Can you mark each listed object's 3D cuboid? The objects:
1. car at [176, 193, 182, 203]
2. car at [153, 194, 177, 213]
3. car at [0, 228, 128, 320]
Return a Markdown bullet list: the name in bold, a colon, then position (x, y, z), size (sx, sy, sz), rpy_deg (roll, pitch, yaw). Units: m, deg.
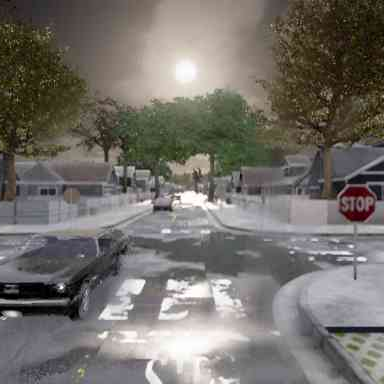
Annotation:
- **car**: position (-2.798, 1.013, 58.066), size (2.128, 1.511, 4.902), rpy_deg (0, 0, 0)
- **car**: position (-2.778, 1.251, 33.138), size (1.882, 1.535, 5.008), rpy_deg (0, 1, 0)
- **car**: position (-2.755, 1.545, 7.296), size (1.895, 1.301, 4.718), rpy_deg (0, 0, 0)
